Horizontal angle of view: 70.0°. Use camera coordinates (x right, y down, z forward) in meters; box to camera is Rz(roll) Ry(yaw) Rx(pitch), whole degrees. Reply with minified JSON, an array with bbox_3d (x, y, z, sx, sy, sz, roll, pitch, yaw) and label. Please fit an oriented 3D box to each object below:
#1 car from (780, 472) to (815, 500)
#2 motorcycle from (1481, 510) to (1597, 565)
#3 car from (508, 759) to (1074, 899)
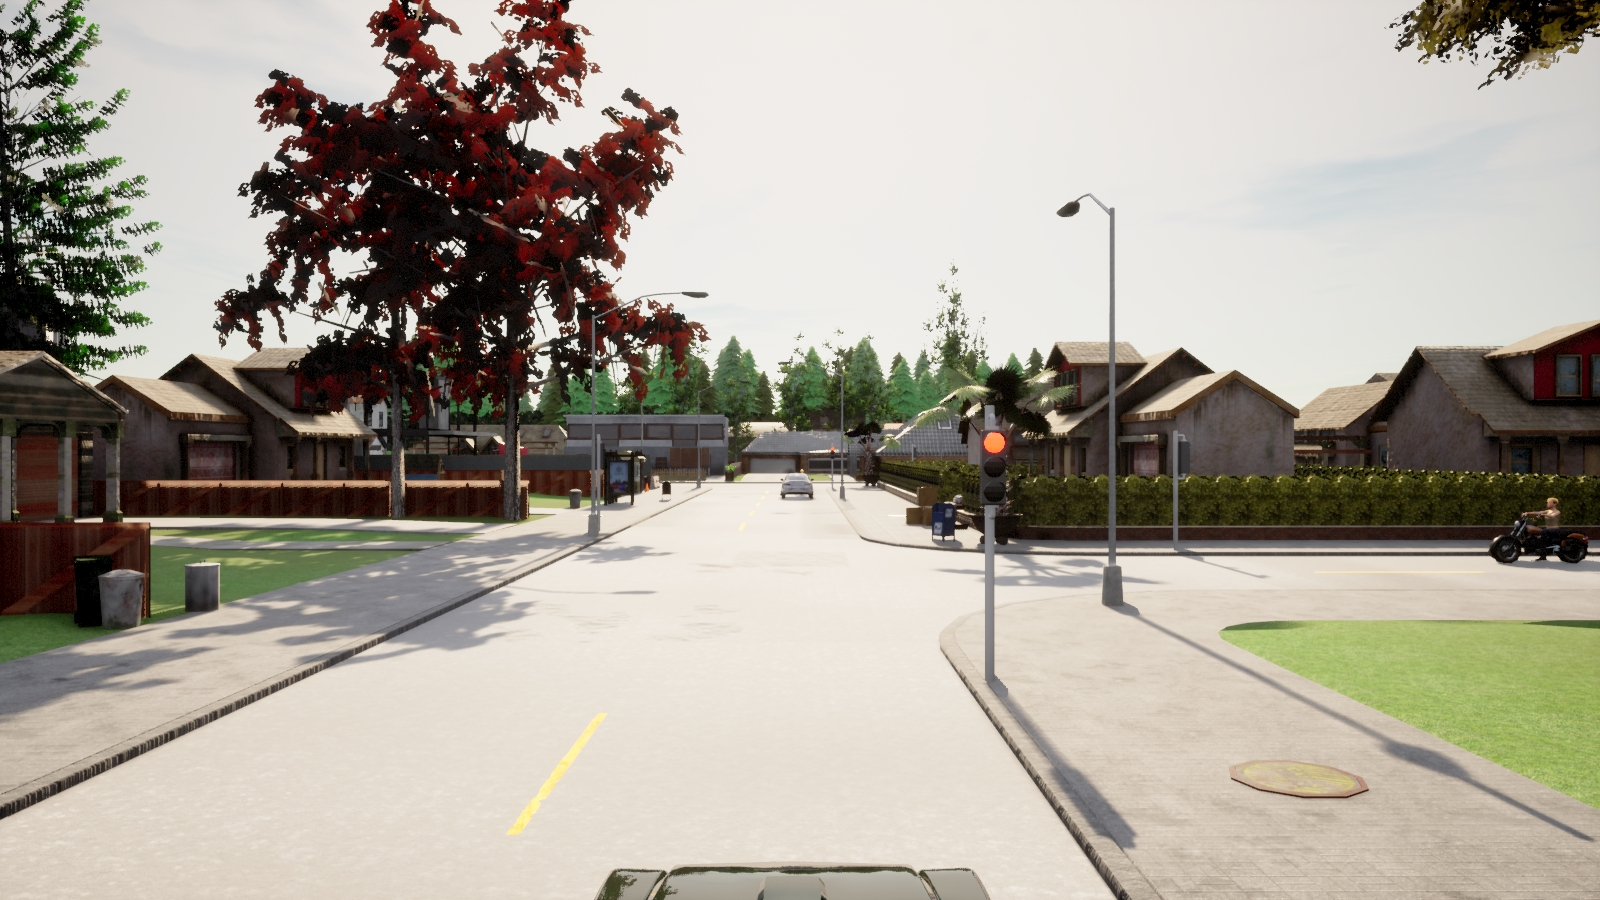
[{"bbox_3d":[-0.164,2.081,66.907,2.002,1.442,4.674,0,0,0],"label":"car"},{"bbox_3d":[18.237,2.155,28.222,2.356,1.307,0.764,0,0,0],"label":"motorcycle"},{"bbox_3d":[-0.028,2.155,3.193,1.895,1.301,4.718,0,0,0],"label":"car"}]
